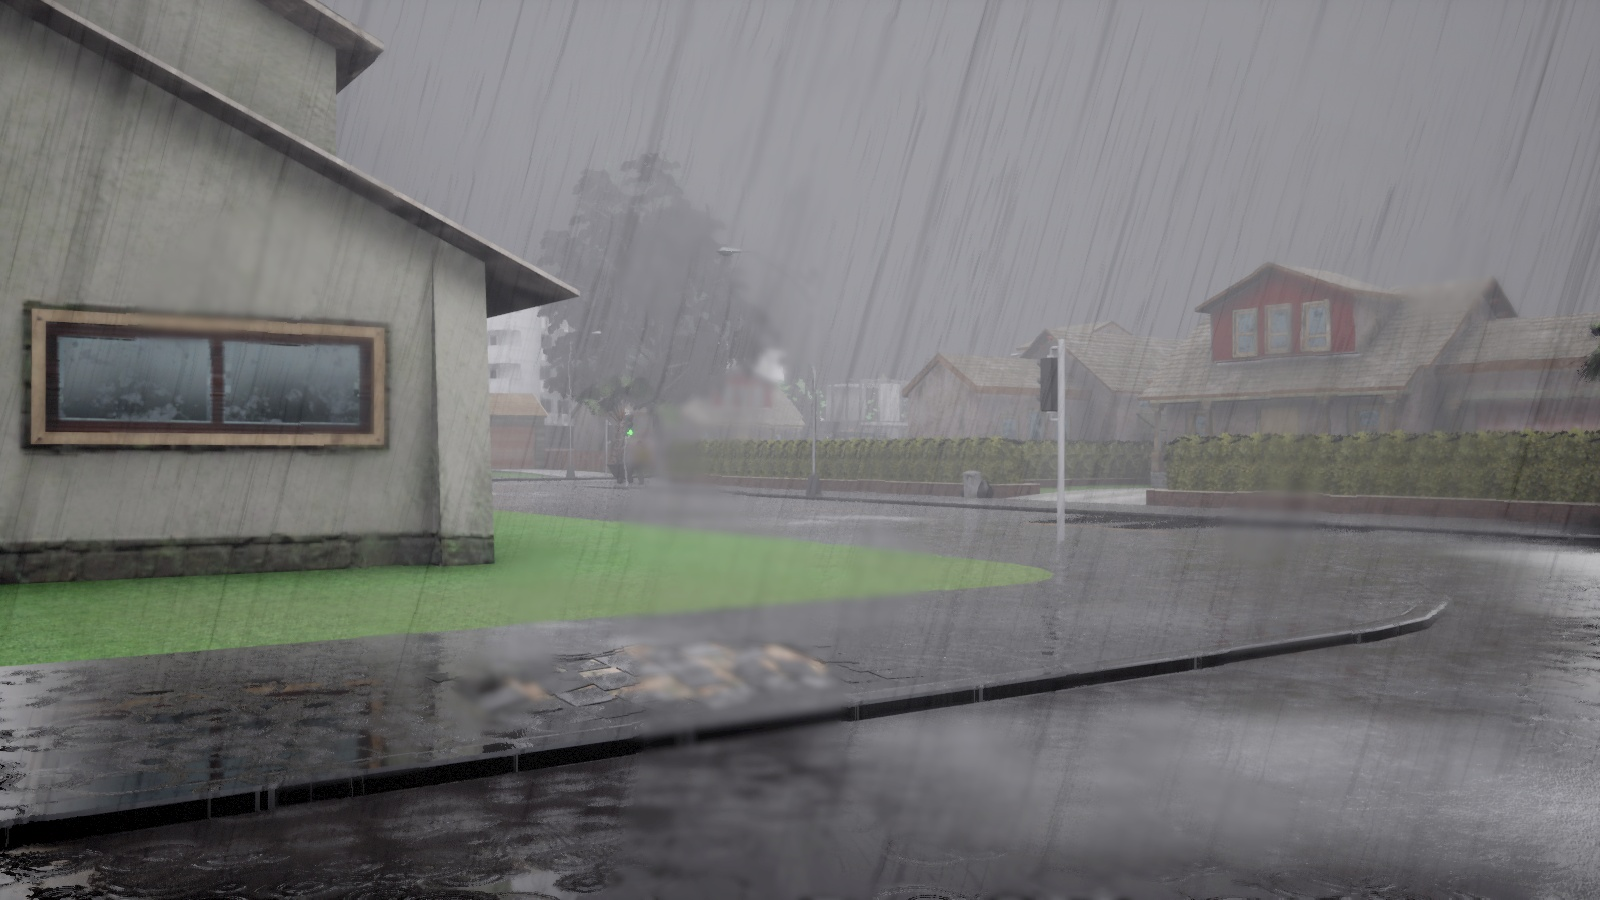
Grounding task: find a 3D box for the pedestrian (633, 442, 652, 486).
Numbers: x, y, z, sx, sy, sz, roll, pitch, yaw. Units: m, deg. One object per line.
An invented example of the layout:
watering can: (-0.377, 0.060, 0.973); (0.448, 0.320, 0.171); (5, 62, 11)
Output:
pedestrian: (-6.607, 0.598, 52.661); (0.431, 1.840, 0.709); (0, 0, -43)
